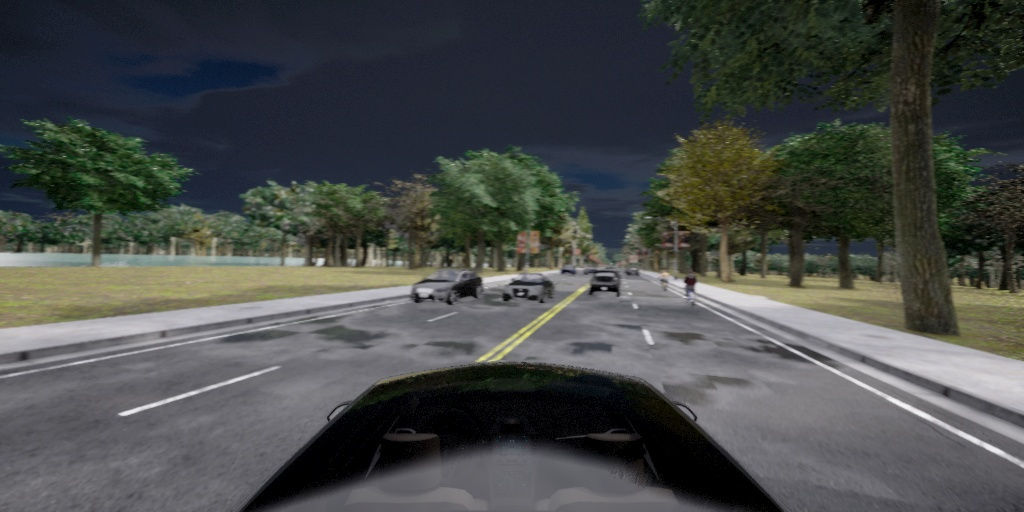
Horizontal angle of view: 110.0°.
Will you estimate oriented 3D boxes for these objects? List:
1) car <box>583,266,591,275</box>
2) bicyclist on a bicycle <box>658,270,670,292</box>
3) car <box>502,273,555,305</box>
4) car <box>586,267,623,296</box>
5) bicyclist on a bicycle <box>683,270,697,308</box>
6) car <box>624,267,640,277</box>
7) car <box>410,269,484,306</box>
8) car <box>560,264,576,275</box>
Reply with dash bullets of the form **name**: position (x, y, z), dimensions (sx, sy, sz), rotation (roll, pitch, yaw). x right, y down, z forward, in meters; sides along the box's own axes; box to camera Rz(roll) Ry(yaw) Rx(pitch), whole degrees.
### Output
- **car**: position (12.540, 2.386, 57.484), dimensions (2.033, 1.411, 5.357), rotation (1, -1, 17)
- **bicyclist on a bicycle**: position (11.086, 1.807, 26.054), dimensions (0.866, 1.612, 1.509), rotation (1, -1, 17)
- **car**: position (0.939, 1.552, 17.998), dimensions (1.994, 1.385, 4.181), rotation (1, -1, 16)
- **car**: position (6.071, 1.702, 23.259), dimensions (1.837, 1.490, 4.892), rotation (1, -1, 16)
- **bicyclist on a bicycle**: position (8.509, 1.556, 17.181), dimensions (0.659, 1.776, 1.843), rotation (1, -1, 16)
- **car**: position (19.888, 2.590, 58.879), dimensions (1.812, 1.442, 4.674), rotation (1, -1, 16)
- **car**: position (-2.832, 1.359, 16.677), dimensions (2.128, 1.511, 4.902), rotation (1, -1, 16)
- **car**: position (8.988, 2.084, 56.943), dimensions (2.097, 1.767, 4.553), rotation (1, -1, 17)
